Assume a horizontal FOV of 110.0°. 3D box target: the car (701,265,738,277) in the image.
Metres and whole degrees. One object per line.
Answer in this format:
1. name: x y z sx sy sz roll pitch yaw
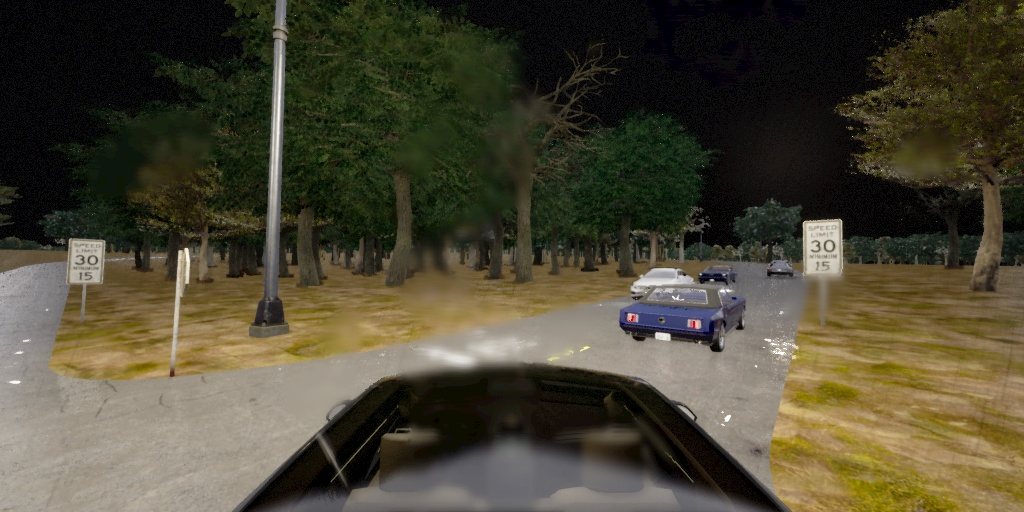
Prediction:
1. car: 15.213 1.363 26.444 1.895 1.301 4.718 -1 0 40

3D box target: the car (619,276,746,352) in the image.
1. car: 4.506 1.348 8.983 1.895 1.301 4.718 -1 -1 40

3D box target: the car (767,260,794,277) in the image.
1. car: 25.866 1.257 34.586 1.994 1.385 4.181 -1 0 38

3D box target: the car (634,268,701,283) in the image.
1. car: 7.260 1.305 17.037 1.812 1.442 4.674 -1 -1 40

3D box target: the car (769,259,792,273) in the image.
1. car: 31.819 1.153 42.629 2.128 1.511 4.902 -1 0 36
